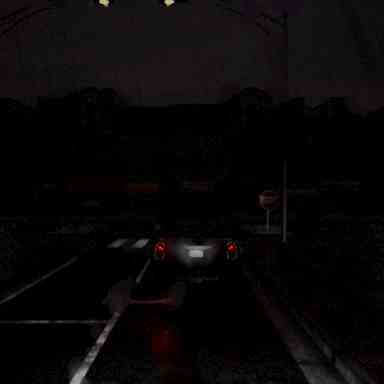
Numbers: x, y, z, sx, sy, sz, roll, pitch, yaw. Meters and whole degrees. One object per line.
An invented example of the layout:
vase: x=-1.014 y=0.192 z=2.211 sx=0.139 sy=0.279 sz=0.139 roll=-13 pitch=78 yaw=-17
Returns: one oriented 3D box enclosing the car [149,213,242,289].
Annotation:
car: x=0.022 y=1.353 z=9.320 sx=2.097 sy=1.767 sz=4.553 roll=0 pitch=0 yaw=-2
